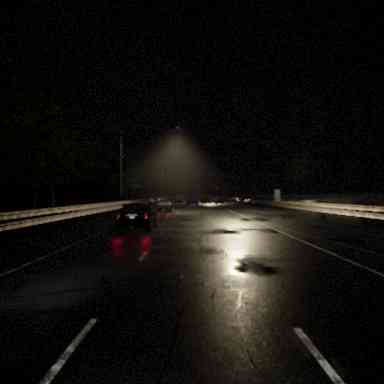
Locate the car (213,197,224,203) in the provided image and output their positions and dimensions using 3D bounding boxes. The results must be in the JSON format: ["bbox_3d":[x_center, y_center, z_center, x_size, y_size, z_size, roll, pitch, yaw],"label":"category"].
[{"bbox_3d":[6.990,2.226,84.405,1.895,1.301,4.718,0,0,0],"label":"car"}]

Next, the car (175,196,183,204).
[{"bbox_3d":[-3.511,2.103,83.958,1.882,1.535,5.008,0,0,0],"label":"car"}]

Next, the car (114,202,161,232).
[{"bbox_3d":[-3.405,1.484,20.976,2.097,1.767,4.553,0,0,0],"label":"car"}]

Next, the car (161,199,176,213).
[{"bbox_3d":[-3.408,1.899,42.117,1.895,1.301,4.718,0,0,0],"label":"car"}]

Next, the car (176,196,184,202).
[{"bbox_3d":[-3.512,1.909,94.351,2.097,1.767,4.553,0,-1,0],"label":"car"}]

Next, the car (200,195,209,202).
[{"bbox_3d":[3.488,1.780,94.413,2.150,2.045,5.566,0,-1,0],"label":"car"}]

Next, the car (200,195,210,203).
[{"bbox_3d":[3.490,1.985,84.347,2.097,1.767,4.553,0,0,0],"label":"car"}]

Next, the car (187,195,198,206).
[{"bbox_3d":[0.088,1.723,67.612,2.150,2.045,5.566,0,0,0],"label":"car"}]

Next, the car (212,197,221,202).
[{"bbox_3d":[6.988,2.095,94.381,2.033,1.411,5.357,0,-1,0],"label":"car"}]
